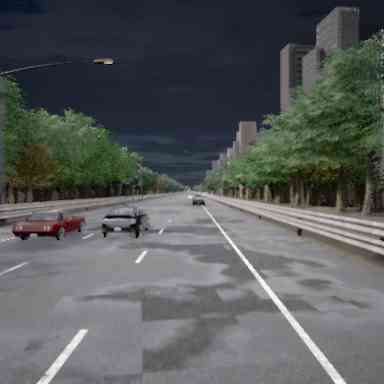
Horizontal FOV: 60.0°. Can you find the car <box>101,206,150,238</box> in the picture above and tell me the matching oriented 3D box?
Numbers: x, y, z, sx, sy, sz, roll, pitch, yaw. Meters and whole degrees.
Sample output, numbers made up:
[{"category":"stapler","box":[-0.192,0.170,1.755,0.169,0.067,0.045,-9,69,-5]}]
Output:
[{"category":"car","box":[-3.405,1.490,17.666,2.128,1.511,4.902,0,0,0]}]

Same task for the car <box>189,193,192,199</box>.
[{"category":"car","box":[1.037,1.322,61.852,2.097,1.767,4.553,0,0,0]}]

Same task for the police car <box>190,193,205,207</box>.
[{"category":"police car","box":[1.040,1.402,51.992,1.930,1.638,5.238,0,0,0]}]

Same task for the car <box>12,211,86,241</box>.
[{"category":"car","box":[-6.902,1.599,16.711,1.895,1.301,4.718,0,0,0]}]

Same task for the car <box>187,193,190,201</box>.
[{"category":"car","box":[-0.017,1.164,86.841,2.150,2.045,5.566,0,0,0]}]
